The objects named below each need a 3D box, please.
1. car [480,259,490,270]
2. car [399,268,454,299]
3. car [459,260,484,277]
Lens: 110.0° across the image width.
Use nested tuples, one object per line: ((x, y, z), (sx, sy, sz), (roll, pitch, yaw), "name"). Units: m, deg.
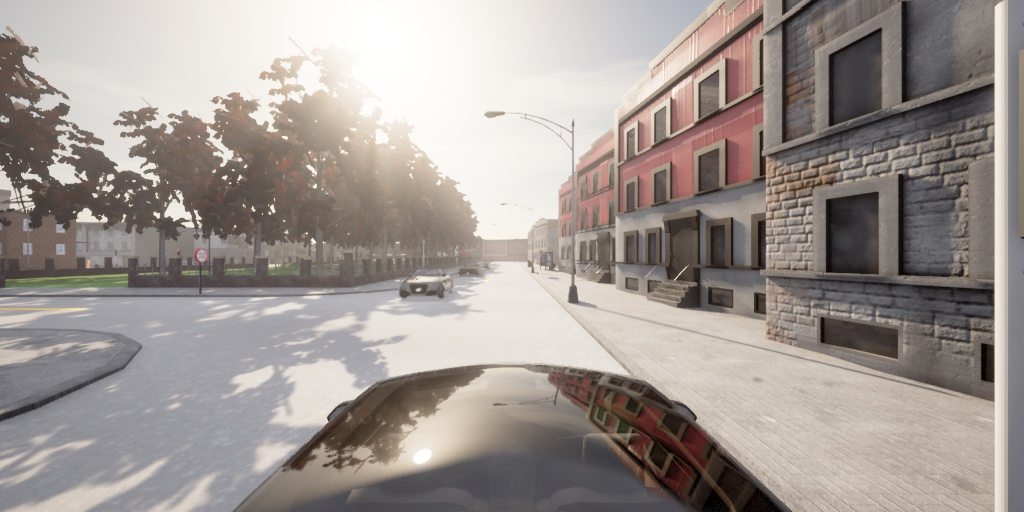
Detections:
((-4.212, 1.239, 52.203), (2.128, 1.511, 4.902), (0, 0, 0), "car")
((-4.142, 1.315, 17.887), (1.994, 1.385, 4.181), (0, 0, 0), "car")
((-4.187, 1.351, 36.039), (1.895, 1.301, 4.718), (0, 0, 0), "car")
